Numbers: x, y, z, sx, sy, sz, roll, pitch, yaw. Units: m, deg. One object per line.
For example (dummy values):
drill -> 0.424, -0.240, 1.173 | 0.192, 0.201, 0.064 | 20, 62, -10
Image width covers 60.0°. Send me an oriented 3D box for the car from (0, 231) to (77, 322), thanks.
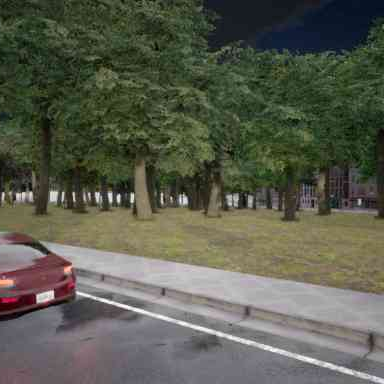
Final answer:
car -> -4.221, 1.524, 6.726 | 4.674, 1.442, 1.812 | 0, 0, 36
